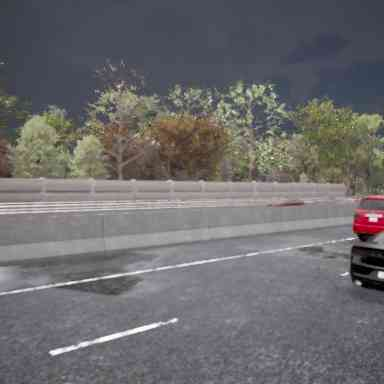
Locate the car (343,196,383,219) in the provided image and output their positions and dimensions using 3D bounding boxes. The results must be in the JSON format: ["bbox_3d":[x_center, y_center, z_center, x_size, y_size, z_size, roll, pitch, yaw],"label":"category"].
[{"bbox_3d":[9.374,1.173,14.739,5.566,2.045,2.150,0,0,-35],"label":"car"}]

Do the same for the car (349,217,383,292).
[{"bbox_3d":[5.725,1.448,7.831,5.008,1.535,1.882,0,0,-36],"label":"car"}]

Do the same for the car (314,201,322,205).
[{"bbox_3d":[15.173,1.405,36.226,4.902,1.511,2.128,0,0,-35],"label":"car"}]

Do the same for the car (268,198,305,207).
[{"bbox_3d":[10.606,1.397,37.303,5.008,1.535,1.882,0,0,-35],"label":"car"}]

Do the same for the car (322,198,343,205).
[{"bbox_3d":[14.998,1.396,31.833,5.008,1.535,1.882,0,0,-35],"label":"car"}]
